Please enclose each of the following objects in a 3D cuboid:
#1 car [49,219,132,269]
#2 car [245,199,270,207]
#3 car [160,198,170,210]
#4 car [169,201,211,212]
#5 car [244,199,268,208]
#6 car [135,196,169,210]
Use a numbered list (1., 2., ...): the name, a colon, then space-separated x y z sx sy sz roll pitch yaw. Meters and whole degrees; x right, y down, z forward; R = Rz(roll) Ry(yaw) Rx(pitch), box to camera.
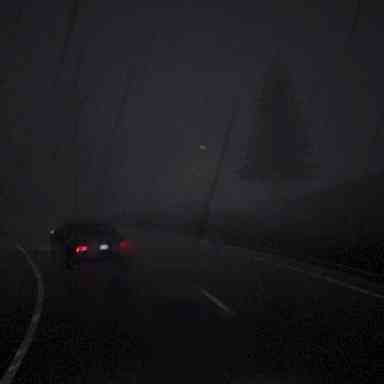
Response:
1. car: -3.801 1.673 11.806 2.033 1.411 5.357 0 -1 -30
2. car: 12.270 2.020 62.356 4.674 1.442 1.812 0 -1 -33
3. car: -1.949 2.010 48.896 4.181 1.385 1.994 0 -1 -33
4. car: 0.054 1.958 46.030 5.357 1.411 2.033 0 -1 -33
5. car: 10.924 2.020 57.348 4.181 1.385 1.994 0 -1 -33
6. car: -5.864 1.702 50.516 5.566 2.045 2.150 0 -1 -34
